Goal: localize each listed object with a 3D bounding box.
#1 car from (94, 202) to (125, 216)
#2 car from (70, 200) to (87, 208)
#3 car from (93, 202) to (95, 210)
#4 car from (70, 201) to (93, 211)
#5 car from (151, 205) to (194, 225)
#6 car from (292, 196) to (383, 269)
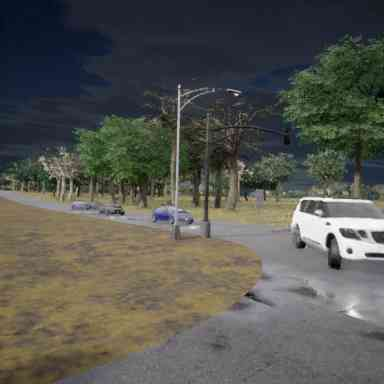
[{"bbox_3d":[-9.155,1.988,37.804,1.994,1.385,4.181,3,-2,-34],"label":"car"},{"bbox_3d":[-21.375,2.308,62.783,1.994,1.385,4.181,3,-2,-34],"label":"car"},{"bbox_3d":[-15.816,2.254,54.473,1.994,1.385,4.181,3,-2,-35],"label":"car"},{"bbox_3d":[-16.485,2.051,48.894,1.812,1.442,4.674,3,-2,-33],"label":"car"},{"bbox_3d":[-1.686,1.808,26.632,1.812,1.442,4.674,3,-2,-34],"label":"car"},{"bbox_3d":[5.118,1.186,11.340,2.150,2.045,5.566,2,-1,1],"label":"car"}]
